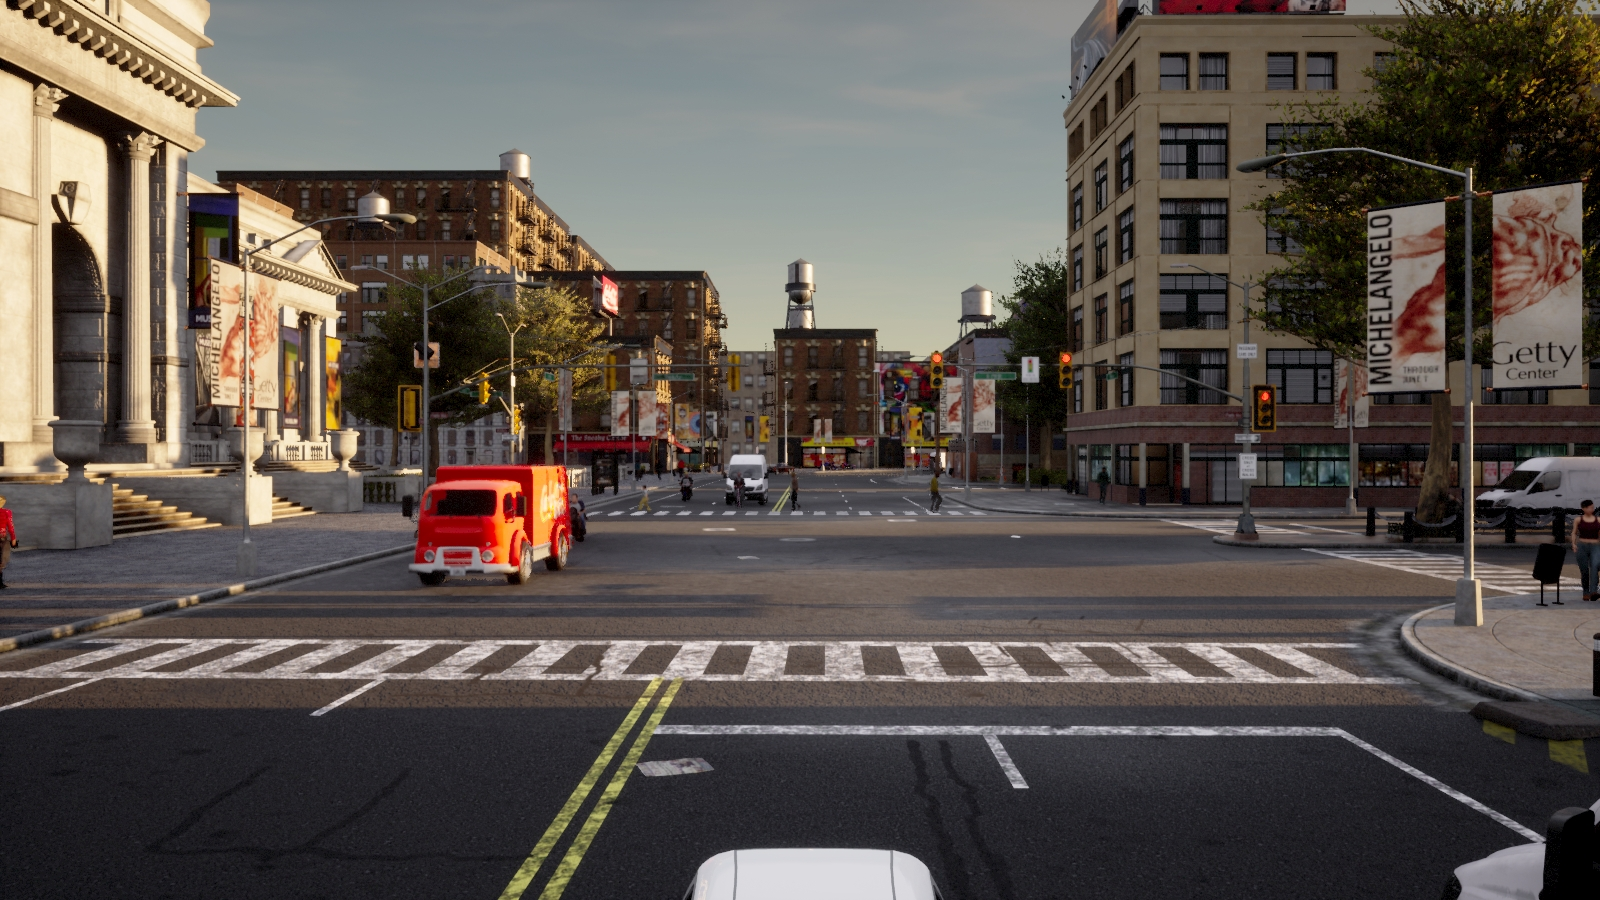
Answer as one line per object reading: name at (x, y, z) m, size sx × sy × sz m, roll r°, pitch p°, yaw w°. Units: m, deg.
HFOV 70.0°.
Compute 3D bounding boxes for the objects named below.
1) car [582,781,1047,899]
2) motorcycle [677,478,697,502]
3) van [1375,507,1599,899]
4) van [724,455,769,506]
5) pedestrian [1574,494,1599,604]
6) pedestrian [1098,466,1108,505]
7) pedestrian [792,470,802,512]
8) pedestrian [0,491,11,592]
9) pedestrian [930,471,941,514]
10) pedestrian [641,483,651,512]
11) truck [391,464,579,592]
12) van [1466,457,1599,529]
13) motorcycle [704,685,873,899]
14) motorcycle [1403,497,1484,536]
car at (0.047, 2.120, 3.817) m, size 1.481 × 1.376 × 2.207 m, roll 0°, pitch 0°, yaw 0°
motorcycle at (-6.217, 2.205, 62.895) m, size 0.867 × 1.251 × 2.209 m, roll 0°, pitch 0°, yaw 1°
van at (3.538, 1.534, 2.141) m, size 1.988 × 2.561 × 5.915 m, roll 0°, pitch 0°, yaw 1°
van at (-2.749, 1.535, 59.904) m, size 1.988 × 2.561 × 5.915 m, roll 0°, pitch 0°, yaw 1°
pedestrian at (13.640, 1.696, 19.768) m, size 0.375 × 1.860 × 0.375 m, roll 0°, pitch 0°, yaw 30°
pedestrian at (14.546, 1.696, 54.868) m, size 0.375 × 1.860 × 0.375 m, roll 0°, pitch 0°, yaw -3°
pedestrian at (-0.136, 1.848, 51.665) m, size 0.375 × 1.860 × 0.375 m, roll 0°, pitch 0°, yaw -13°
pedestrian at (-14.986, 1.696, 21.273) m, size 0.375 × 1.860 × 0.375 m, roll 0°, pitch 0°, yaw -11°
pedestrian at (5.907, 1.849, 49.850) m, size 0.375 × 1.860 × 0.375 m, roll 0°, pitch 0°, yaw -7°
pedestrian at (-6.906, 2.128, 51.111) m, size 0.375 × 1.300 × 0.375 m, roll 0°, pitch 0°, yaw 3°
truck at (-6.711, 1.568, 25.103) m, size 2.627 × 2.467 × 5.204 m, roll 0°, pitch 0°, yaw 1°
van at (27.753, 1.535, 41.526) m, size 5.915 × 2.561 × 1.988 m, roll 0°, pitch 0°, yaw 1°
motorcycle at (-0.047, 2.182, 6.691) m, size 0.856 × 1.236 × 1.805 m, roll 0°, pitch 0°, yaw 1°
motorcycle at (21.434, 2.205, 38.085) m, size 2.209 × 1.251 × 0.867 m, roll 0°, pitch 0°, yaw 0°
